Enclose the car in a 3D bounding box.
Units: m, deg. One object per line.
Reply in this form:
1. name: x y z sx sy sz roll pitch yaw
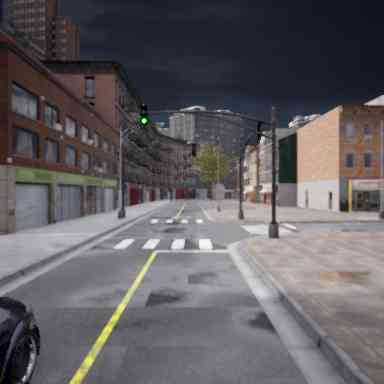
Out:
1. car: -2.829 1.568 2.377 1.994 1.385 4.181 0 0 0
